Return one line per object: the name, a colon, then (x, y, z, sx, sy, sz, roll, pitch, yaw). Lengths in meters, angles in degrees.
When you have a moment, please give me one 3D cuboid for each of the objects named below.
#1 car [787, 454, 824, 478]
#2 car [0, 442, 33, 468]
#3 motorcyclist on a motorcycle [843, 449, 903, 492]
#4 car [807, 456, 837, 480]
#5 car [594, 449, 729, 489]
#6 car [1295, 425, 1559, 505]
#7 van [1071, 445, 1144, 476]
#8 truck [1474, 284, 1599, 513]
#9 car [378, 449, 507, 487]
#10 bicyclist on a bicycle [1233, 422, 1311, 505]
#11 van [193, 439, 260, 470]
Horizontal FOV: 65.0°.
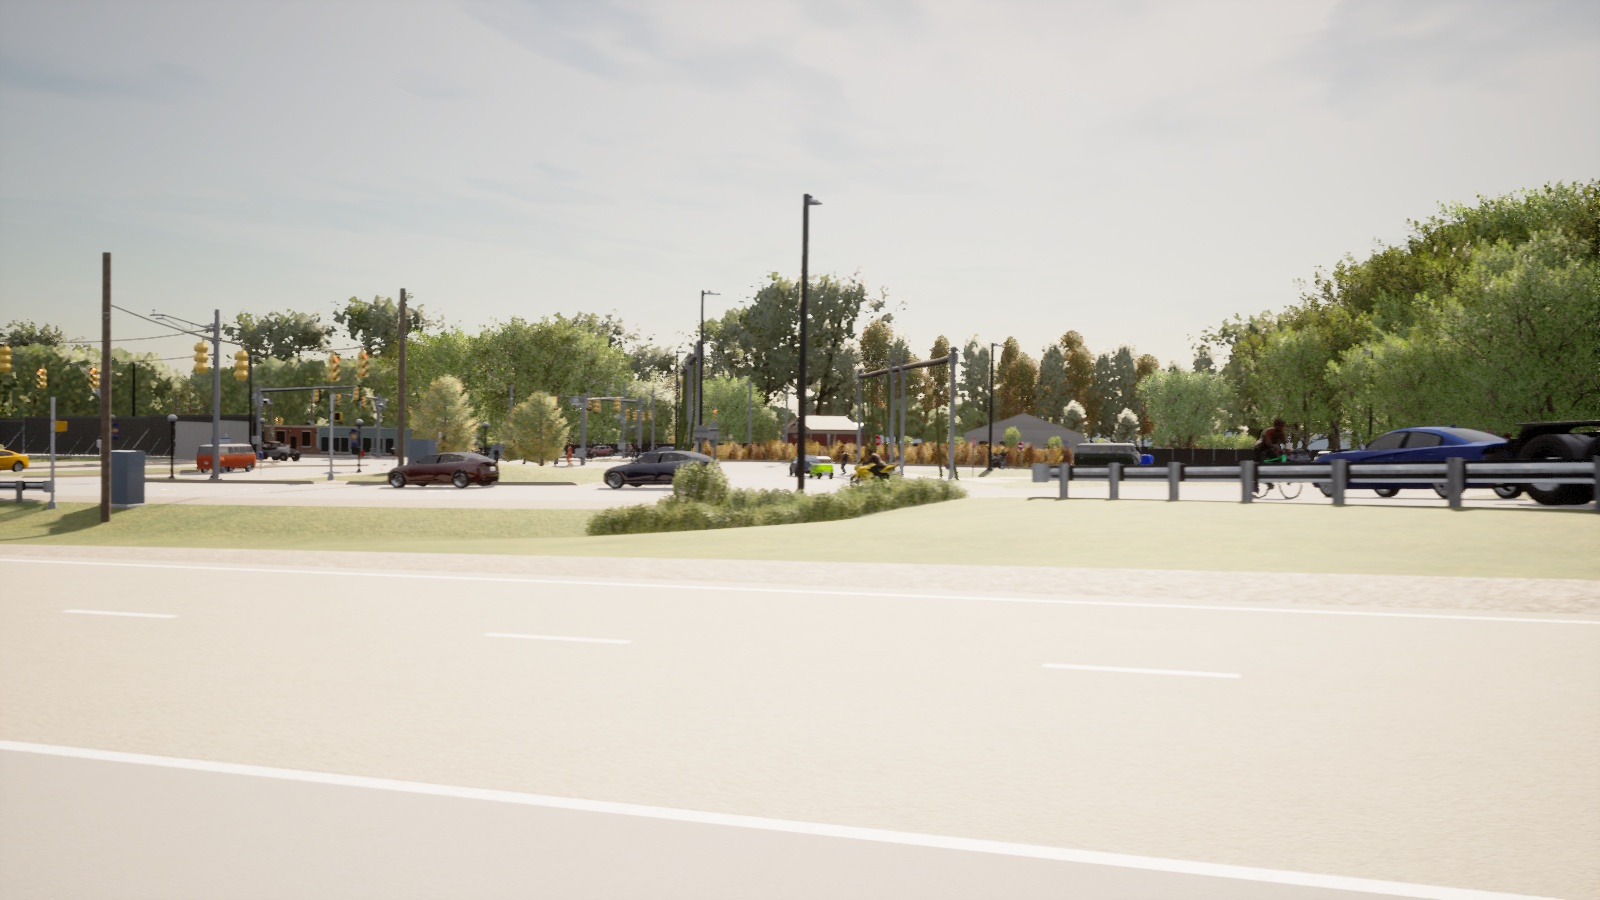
car: (0.345, 1.040, 82.882, 1.812, 1.442, 4.674, 1, 0, -7)
car: (-49.570, 0.298, 76.389, 1.882, 1.535, 5.008, 1, 1, 16)
motorcyclist on a motorcycle: (2.627, 0.722, 45.397, 2.044, 1.523, 0.797, 0, 1, 32)
car: (1.325, 1.077, 76.035, 1.481, 1.376, 2.207, 1, 0, -9)
car: (-5.422, 0.724, 49.223, 4.792, 1.488, 2.163, 0, 1, 21)
car: (13.146, 0.361, 26.741, 1.882, 1.535, 5.008, 1, -2, -22)
van: (20.874, 0.679, 85.252, 4.442, 1.987, 1.775, 1, 1, 31)
truck: (13.910, -0.797, 17.779, 2.891, 3.462, 7.936, 0, -1, -17)
car: (-14.882, 0.708, 52.317, 4.792, 1.488, 2.163, 0, 1, 18)
bicyclist on a bicycle: (9.568, 0.273, 25.499, 0.582, 1.620, 1.656, 1, -1, -18)
van: (-39.108, 0.282, 85.748, 1.775, 1.987, 4.442, 1, 1, 14)
